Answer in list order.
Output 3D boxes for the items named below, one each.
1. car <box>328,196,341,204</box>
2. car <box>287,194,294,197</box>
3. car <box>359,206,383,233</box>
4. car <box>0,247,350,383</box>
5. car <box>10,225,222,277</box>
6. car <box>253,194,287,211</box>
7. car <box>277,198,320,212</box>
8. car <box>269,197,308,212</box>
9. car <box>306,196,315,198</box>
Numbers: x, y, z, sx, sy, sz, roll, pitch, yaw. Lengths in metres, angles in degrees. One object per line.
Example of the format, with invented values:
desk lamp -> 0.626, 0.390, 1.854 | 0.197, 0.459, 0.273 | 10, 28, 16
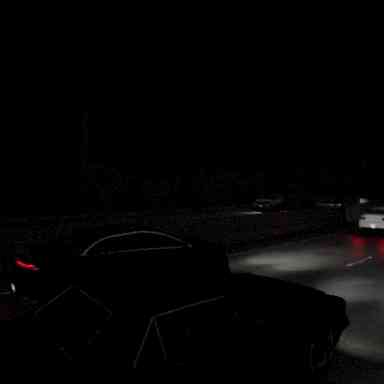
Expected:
car -> 27.319, 1.475, 63.637 | 1.882, 1.535, 5.008 | 0, 0, 16
car -> 22.762, 1.090, 77.806 | 1.882, 1.535, 5.008 | 0, 0, 6
car -> 10.888, 1.525, 18.799 | 1.812, 1.442, 4.674 | 0, 0, 43
car -> -0.199, 1.601, 3.795 | 4.718, 1.301, 1.895 | 0, 0, -37
car -> -1.291, 1.491, 7.451 | 4.902, 1.511, 2.128 | 0, 0, -38
car -> 9.177, 1.220, 39.664 | 2.150, 2.045, 5.566 | 0, 0, 32
car -> 9.241, 1.504, 27.879 | 1.837, 1.490, 4.892 | 0, 0, 38
car -> 10.312, 1.547, 35.038 | 2.033, 1.411, 5.357 | 0, 0, 35
car -> 25.511, 1.537, 72.113 | 1.994, 1.385, 4.181 | 0, 0, 10
